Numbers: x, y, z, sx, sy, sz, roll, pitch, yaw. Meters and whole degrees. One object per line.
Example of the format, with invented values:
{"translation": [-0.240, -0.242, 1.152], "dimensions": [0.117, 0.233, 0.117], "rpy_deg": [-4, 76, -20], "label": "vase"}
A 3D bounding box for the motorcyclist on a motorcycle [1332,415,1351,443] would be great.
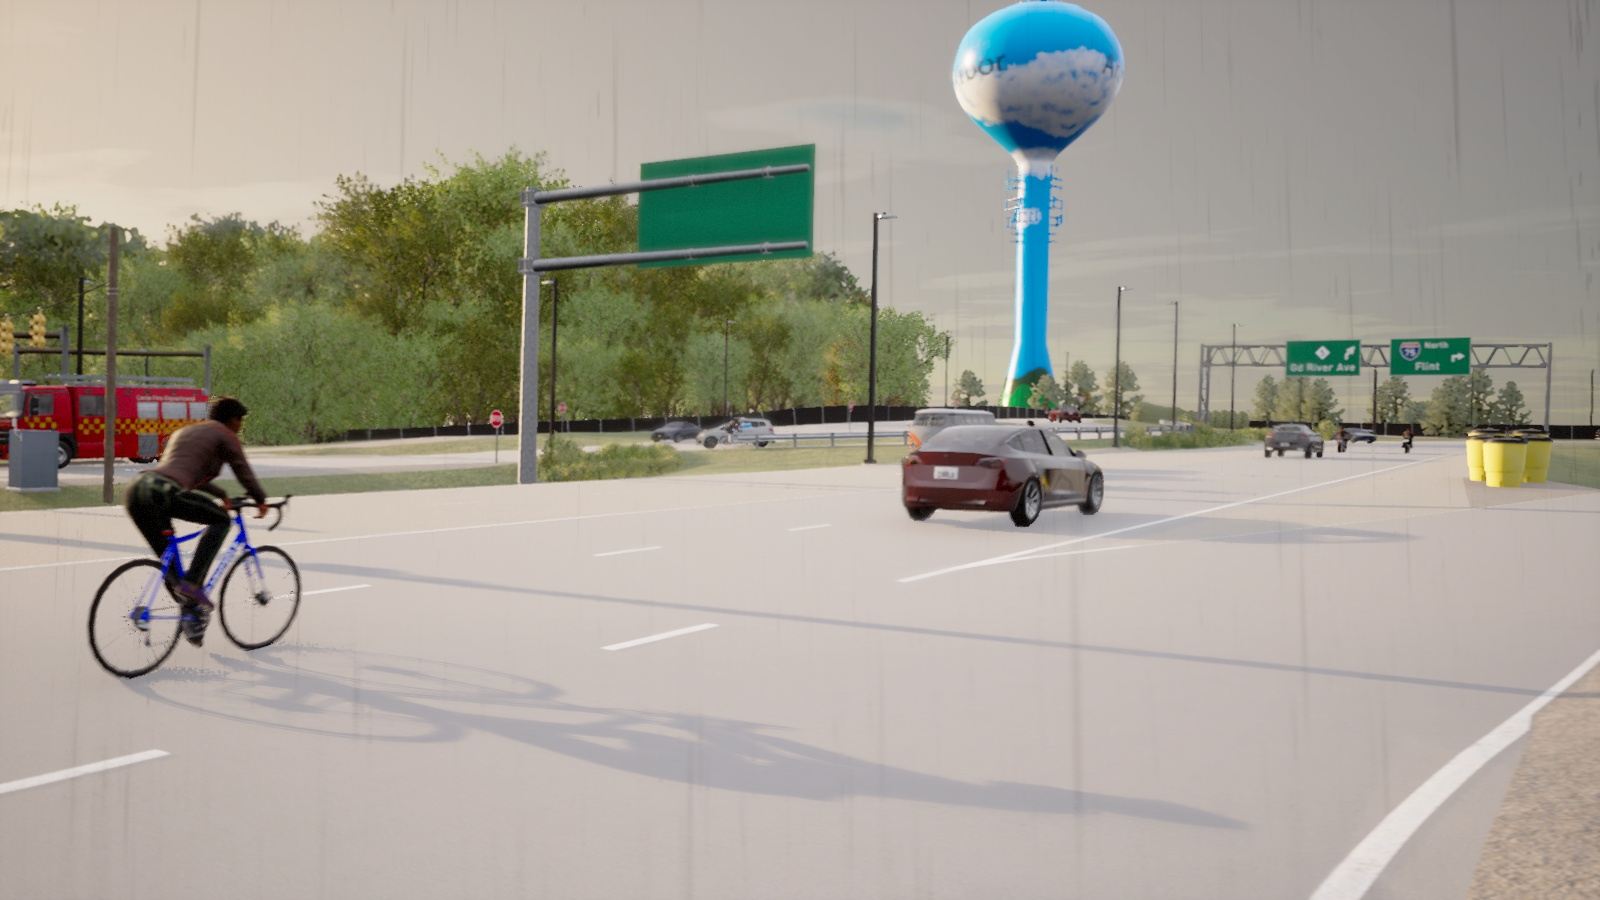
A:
{"translation": [32.441, -1.239, 75.210], "dimensions": [0.766, 1.649, 2.350], "rpy_deg": [0, 1, 31], "label": "motorcyclist on a motorcycle"}

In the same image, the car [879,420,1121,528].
{"translation": [3.330, 0.273, 20.001], "dimensions": [2.163, 1.488, 4.792], "rpy_deg": [0, 2, 31], "label": "car"}

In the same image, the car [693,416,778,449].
{"translation": [-3.746, -0.972, 72.405], "dimensions": [4.611, 1.667, 2.242], "rpy_deg": [-3, 0, -8], "label": "car"}

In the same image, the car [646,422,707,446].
{"translation": [-8.360, -1.105, 85.537], "dimensions": [1.994, 1.385, 4.181], "rpy_deg": [0, 4, 32], "label": "car"}

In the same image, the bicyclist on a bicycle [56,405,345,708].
{"translation": [-3.555, 0.556, 7.607], "dimensions": [0.582, 1.620, 1.656], "rpy_deg": [1, 1, 19], "label": "bicyclist on a bicycle"}

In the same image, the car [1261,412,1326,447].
{"translation": [24.199, -1.033, 61.500], "dimensions": [2.152, 1.651, 5.027], "rpy_deg": [0, 2, 31], "label": "car"}

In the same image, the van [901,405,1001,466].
{"translation": [5.310, -0.534, 43.667], "dimensions": [1.775, 1.987, 4.442], "rpy_deg": [0, 2, 31], "label": "van"}

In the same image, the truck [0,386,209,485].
{"translation": [-29.749, -0.687, 53.033], "dimensions": [2.891, 3.827, 8.468], "rpy_deg": [0, 2, 30], "label": "truck"}
